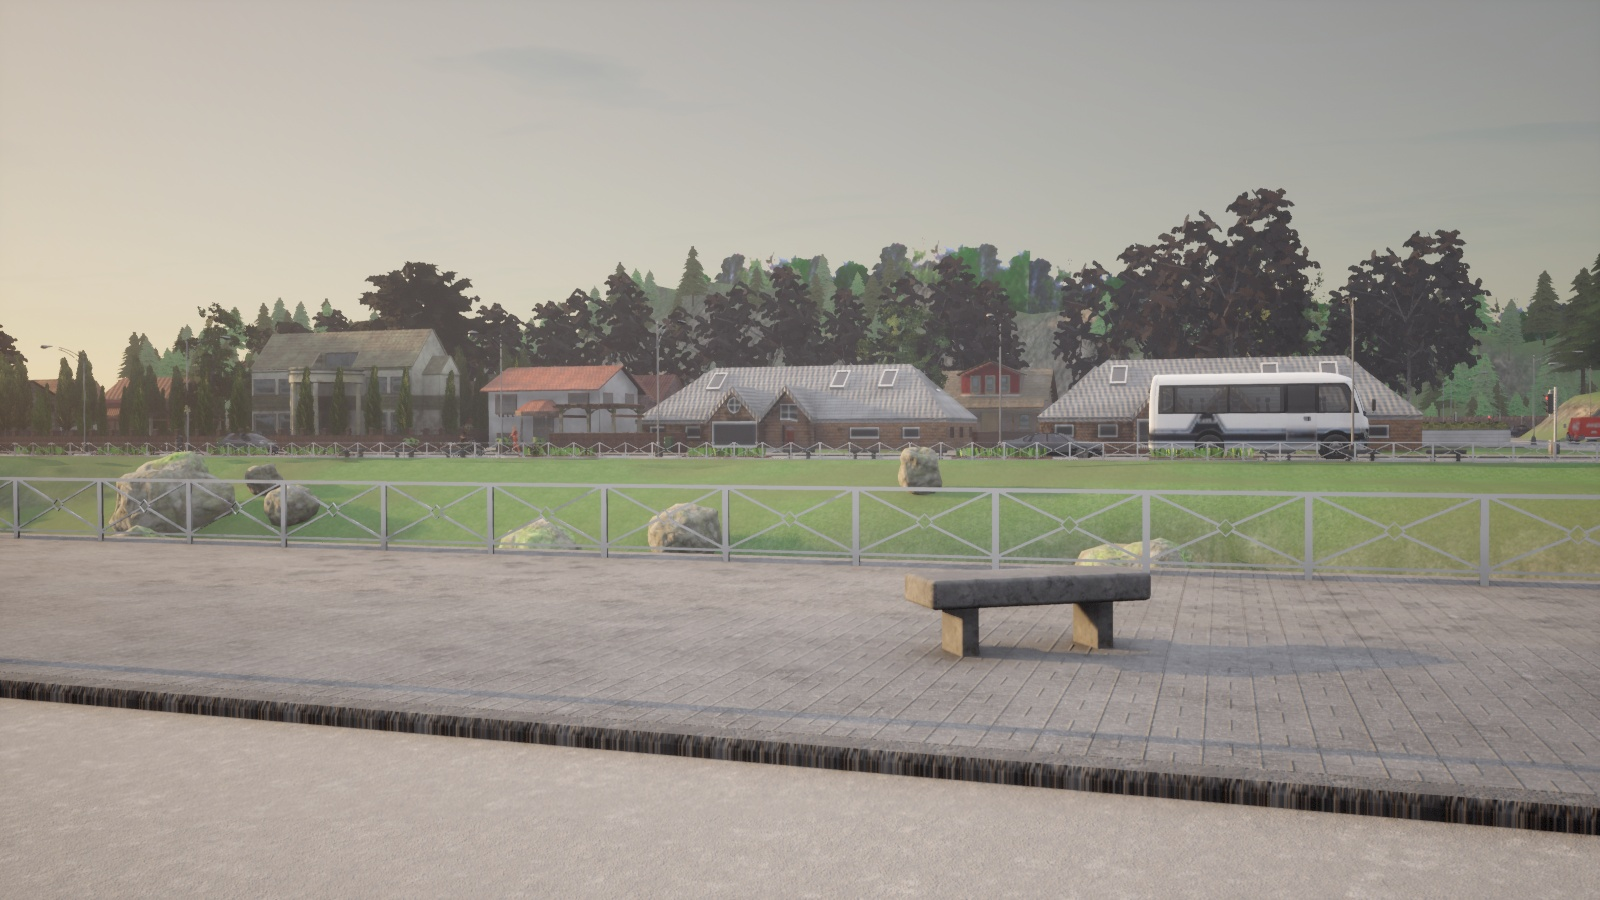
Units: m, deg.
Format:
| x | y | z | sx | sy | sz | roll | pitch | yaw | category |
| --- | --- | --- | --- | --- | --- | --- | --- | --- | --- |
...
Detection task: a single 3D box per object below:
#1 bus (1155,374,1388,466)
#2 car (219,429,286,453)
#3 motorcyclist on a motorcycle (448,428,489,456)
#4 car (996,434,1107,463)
| x | y | z | sx | sy | sz | roll | pitch | yaw | category |
| --- | --- | --- | --- | --- | --- | --- | --- | --- | --- |
| 22.714 | -1.443 | 61.097 | 10.273 | 4.253 | 3.944 | 1 | 1 | 19 | bus |
| -35.136 | -0.582 | 80.587 | 3.633 | 1.501 | 1.845 | 1 | 1 | 19 | car |
| -19.921 | -0.506 | 75.466 | 2.350 | 1.649 | 0.766 | 1 | 1 | 19 | motorcyclist on a motorcycle |
| 12.919 | -0.109 | 64.415 | 5.357 | 1.411 | 2.033 | 1 | 1 | 19 | car |
